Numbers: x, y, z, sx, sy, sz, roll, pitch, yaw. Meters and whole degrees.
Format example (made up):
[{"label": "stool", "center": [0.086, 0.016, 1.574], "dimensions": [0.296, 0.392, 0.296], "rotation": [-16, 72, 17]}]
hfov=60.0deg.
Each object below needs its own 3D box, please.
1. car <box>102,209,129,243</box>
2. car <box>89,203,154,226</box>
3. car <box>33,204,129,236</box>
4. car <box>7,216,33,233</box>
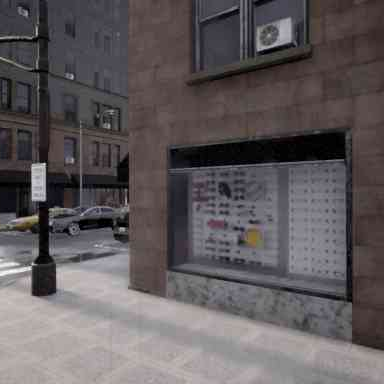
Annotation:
[{"label": "car", "center": [-1.622, 1.561, 15.182], "dimensions": [1.947, 1.339, 4.313], "rotation": [0, 0, 35]}, {"label": "car", "center": [-5.008, 1.585, 24.256], "dimensions": [2.008, 1.369, 4.403], "rotation": [0, 0, 35]}, {"label": "car", "center": [-5.868, 1.511, 18.694], "dimensions": [2.128, 1.511, 4.902], "rotation": [0, 0, 36]}, {"label": "car", "center": [-8.250, 1.555, 19.711], "dimensions": [1.752, 1.417, 4.829], "rotation": [0, 0, 35]}]
